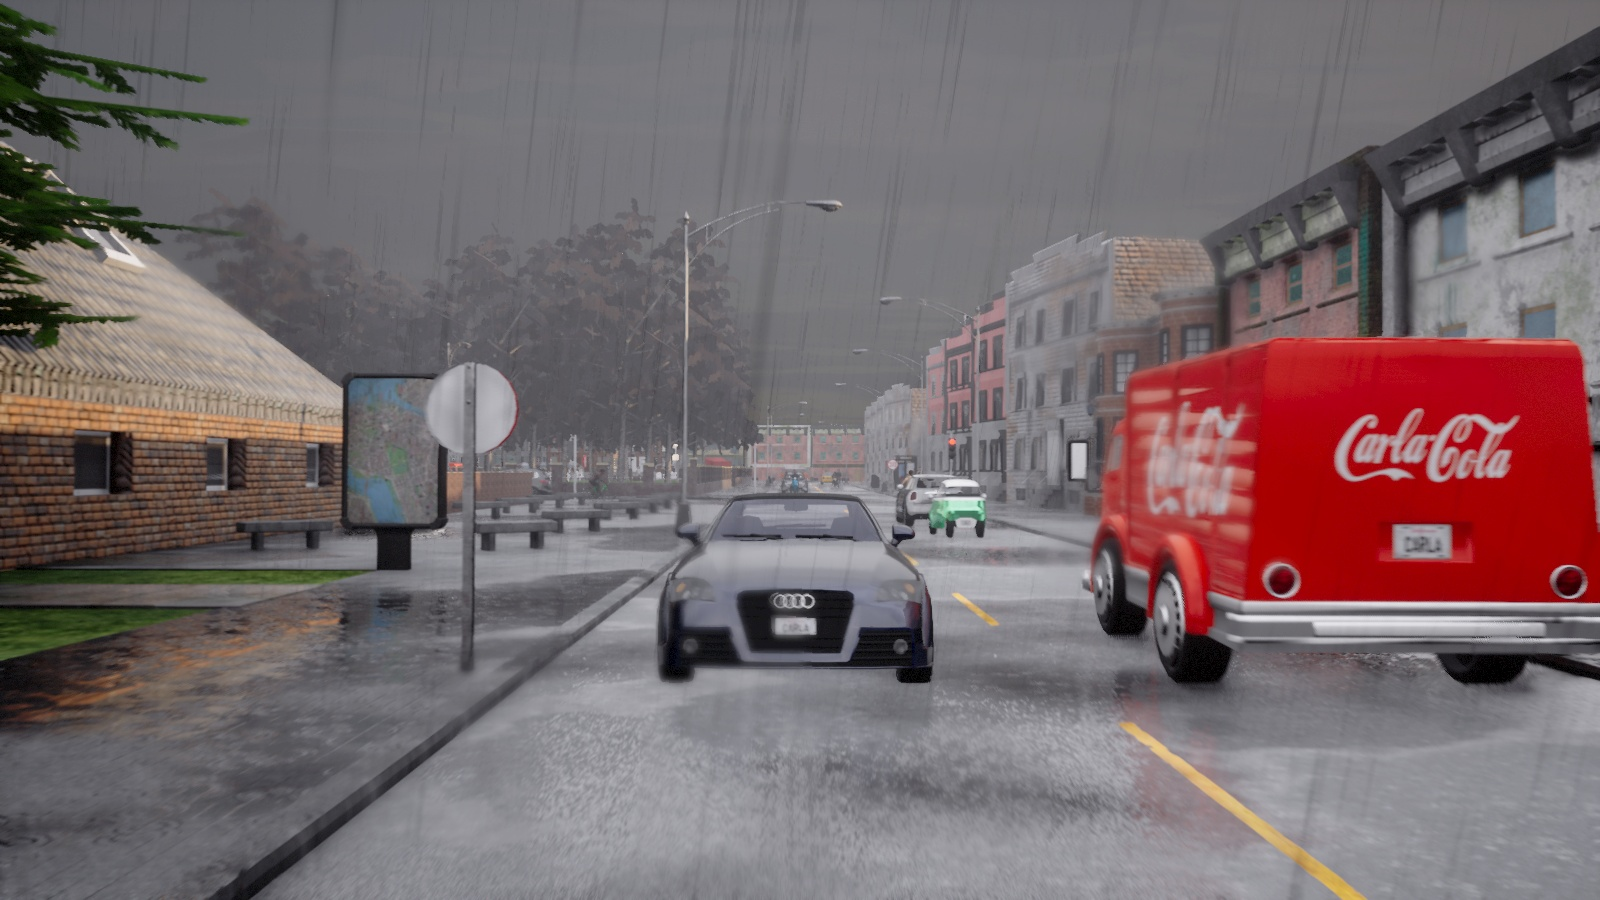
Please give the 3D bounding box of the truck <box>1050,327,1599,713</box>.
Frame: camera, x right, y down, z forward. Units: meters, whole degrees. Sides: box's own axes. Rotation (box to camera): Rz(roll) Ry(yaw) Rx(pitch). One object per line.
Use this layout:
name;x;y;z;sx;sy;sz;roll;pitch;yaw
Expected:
truck;3.972;0.491;10.681;2.627;2.467;5.204;0;-1;0

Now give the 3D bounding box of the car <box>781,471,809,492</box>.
car;-0.361;2.299;91.779;2.007;1.525;4.514;0;-1;0

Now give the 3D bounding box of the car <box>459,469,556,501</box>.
car;-15.243;1.819;65.674;4.611;1.667;2.242;0;-1;-2

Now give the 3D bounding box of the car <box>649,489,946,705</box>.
car;-0.026;1.055;10.544;1.994;1.385;4.181;0;-1;0

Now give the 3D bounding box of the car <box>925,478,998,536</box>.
car;3.925;1.371;30.809;1.481;1.376;2.207;0;-1;0

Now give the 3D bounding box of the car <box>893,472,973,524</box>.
car;3.903;1.392;37.461;1.970;1.475;3.806;0;-1;0
